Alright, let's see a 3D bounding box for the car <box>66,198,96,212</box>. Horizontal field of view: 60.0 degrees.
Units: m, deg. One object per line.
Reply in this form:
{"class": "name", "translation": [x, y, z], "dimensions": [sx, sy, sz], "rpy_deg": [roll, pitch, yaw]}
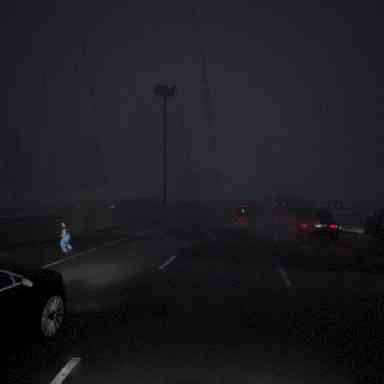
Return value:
{"class": "car", "translation": [-11.897, 1.502, 37.607], "dimensions": [1.882, 1.535, 5.008], "rpy_deg": [0, 0, 26]}

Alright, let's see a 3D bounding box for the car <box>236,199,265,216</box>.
{"class": "car", "translation": [5.960, 1.528, 33.656], "dimensions": [1.837, 1.490, 4.892], "rpy_deg": [0, 0, 27]}

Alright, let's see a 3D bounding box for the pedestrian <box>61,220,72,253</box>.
{"class": "pedestrian", "translation": [-4.590, 1.582, 12.213], "dimensions": [0.375, 1.300, 0.375], "rpy_deg": [0, 0, 11]}

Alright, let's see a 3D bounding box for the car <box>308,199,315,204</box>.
{"class": "car", "translation": [14.249, 1.594, 41.688], "dimensions": [1.994, 1.385, 4.181], "rpy_deg": [0, 0, 28]}

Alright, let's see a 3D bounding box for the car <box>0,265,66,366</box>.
{"class": "car", "translation": [-3.106, 1.494, 3.678], "dimensions": [2.128, 1.511, 4.902], "rpy_deg": [0, 0, 3]}

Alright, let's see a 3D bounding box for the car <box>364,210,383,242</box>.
{"class": "car", "translation": [9.849, 1.576, 16.295], "dimensions": [1.994, 1.385, 4.181], "rpy_deg": [0, 0, 17]}

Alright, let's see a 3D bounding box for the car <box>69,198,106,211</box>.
{"class": "car", "translation": [-13.306, 1.554, 42.632], "dimensions": [1.812, 1.442, 4.674], "rpy_deg": [0, 0, 28]}

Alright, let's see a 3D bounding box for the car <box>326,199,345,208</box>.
{"class": "car", "translation": [16.780, 1.575, 39.051], "dimensions": [2.033, 1.411, 5.357], "rpy_deg": [0, 0, 29]}

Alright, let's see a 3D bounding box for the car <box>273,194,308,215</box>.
{"class": "car", "translation": [9.791, 1.245, 33.458], "dimensions": [2.150, 2.045, 5.566], "rpy_deg": [0, 0, 28]}

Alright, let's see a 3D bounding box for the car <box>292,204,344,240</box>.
{"class": "car", "translation": [6.333, 1.559, 17.098], "dimensions": [2.033, 1.411, 5.357], "rpy_deg": [0, 0, 17]}

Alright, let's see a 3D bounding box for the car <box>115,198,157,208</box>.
{"class": "car", "translation": [-5.500, 1.375, 34.769], "dimensions": [2.097, 1.767, 4.553], "rpy_deg": [0, 0, 26]}

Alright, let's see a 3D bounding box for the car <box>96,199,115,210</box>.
{"class": "car", "translation": [-8.097, 1.530, 37.426], "dimensions": [1.837, 1.490, 4.892], "rpy_deg": [0, 0, 27]}
